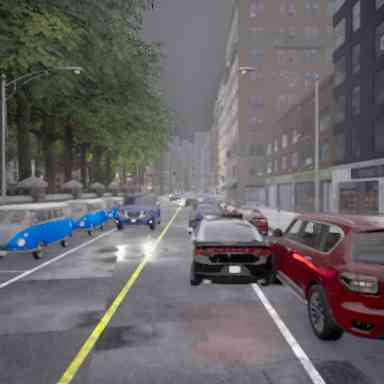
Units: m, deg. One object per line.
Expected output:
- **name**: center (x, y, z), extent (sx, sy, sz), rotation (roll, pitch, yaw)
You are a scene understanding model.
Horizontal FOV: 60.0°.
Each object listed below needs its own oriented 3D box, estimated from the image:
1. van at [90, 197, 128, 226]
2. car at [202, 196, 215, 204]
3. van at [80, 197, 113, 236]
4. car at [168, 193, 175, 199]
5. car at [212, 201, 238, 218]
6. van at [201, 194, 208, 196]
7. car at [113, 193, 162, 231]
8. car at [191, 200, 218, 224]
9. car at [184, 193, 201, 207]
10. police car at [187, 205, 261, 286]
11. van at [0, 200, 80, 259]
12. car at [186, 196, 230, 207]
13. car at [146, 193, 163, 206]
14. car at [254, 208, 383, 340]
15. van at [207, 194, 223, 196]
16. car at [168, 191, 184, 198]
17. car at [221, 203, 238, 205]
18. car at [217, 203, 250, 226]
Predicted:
- **van**: center (-5.709, 1.266, 23.371), extent (1.690, 1.788, 3.998), rotation (0, 0, 0)
- **car**: center (2.758, 1.350, 57.376), extent (1.947, 1.339, 4.313), rotation (0, 0, 0)
- **van**: center (-5.700, 1.286, 17.713), extent (1.690, 1.788, 3.998), rotation (0, 0, 0)
- **car**: center (-5.832, 1.125, 95.179), extent (1.752, 1.417, 4.829), rotation (0, 0, 0)
- **car**: center (2.806, 1.485, 29.075), extent (1.802, 1.307, 4.206), rotation (0, 0, 0)
- **van**: center (2.768, 1.151, 51.715), extent (1.690, 1.788, 3.998), rotation (0, 0, 0)
- **car**: center (-3.134, 1.157, 20.554), extent (2.150, 2.045, 5.566), rotation (0, 0, 0)
- **car**: center (0.857, 1.423, 25.382), extent (1.837, 1.490, 4.892), rotation (0, 0, 0)
- **car**: center (-0.060, 1.339, 46.561), extent (1.837, 1.490, 4.892), rotation (0, 0, 0)
- **police car**: center (0.885, 1.397, 9.493), extent (1.930, 1.638, 5.238), rotation (0, 0, 0)
- **van**: center (-5.690, 1.305, 12.055), extent (1.690, 1.788, 3.998), rotation (0, 0, 0)
- **car**: center (0.847, 1.291, 19.352), extent (2.097, 1.767, 4.553), rotation (0, 0, 0)
- **car**: center (-5.757, 1.126, 51.660), extent (2.192, 1.841, 5.009), rotation (0, 0, 0)
- **car**: center (2.844, 1.296, 6.432), extent (2.192, 1.841, 5.009), rotation (0, 0, 0)
- **van**: center (2.796, 1.222, 34.734), extent (1.690, 1.788, 3.998), rotation (0, 0, 0)
- **car**: center (-3.106, 1.032, 62.162), extent (1.994, 1.385, 4.181), rotation (0, 0, 0)
- **car**: center (2.826, 1.489, 17.754), extent (1.887, 1.381, 4.507), rotation (0, 0, 0)
- **car**: center (2.816, 1.506, 23.414), extent (1.802, 1.307, 4.206), rotation (0, 0, 0)
